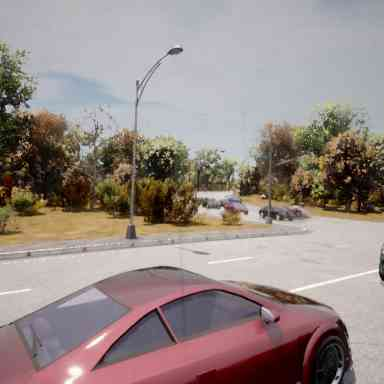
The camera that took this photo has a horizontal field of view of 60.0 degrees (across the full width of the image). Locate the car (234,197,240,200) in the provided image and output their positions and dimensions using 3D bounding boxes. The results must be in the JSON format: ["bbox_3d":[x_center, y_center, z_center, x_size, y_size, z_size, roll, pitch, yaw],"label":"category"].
[{"bbox_3d":[8.237,1.792,65.300,1.882,1.535,5.008,2,2,-10],"label":"car"}]

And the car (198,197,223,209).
[{"bbox_3d":[3.135,1.751,54.926,2.097,1.767,4.553,3,1,-14],"label":"car"}]

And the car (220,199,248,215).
[{"bbox_3d":[5.960,2.203,45.364,1.812,1.442,4.674,3,0,-19],"label":"car"}]

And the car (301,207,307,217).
[{"bbox_3d":[11.451,2.409,41.114,1.882,1.535,5.008,3,0,-22],"label":"car"}]

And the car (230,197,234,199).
[{"bbox_3d":[5.608,1.922,60.496,1.994,1.385,4.181,2,2,-12],"label":"car"}]

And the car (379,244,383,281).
[{"bbox_3d":[6.942,1.485,8.756,4.553,1.767,2.097,2,-1,-36],"label":"car"}]

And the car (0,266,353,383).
[{"bbox_3d":[-0.075,1.571,3.696,4.181,1.385,1.994,0,0,-36],"label":"car"}]

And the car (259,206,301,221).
[{"bbox_3d":[9.309,2.295,36.708,1.837,1.490,4.892,3,-1,-23],"label":"car"}]
